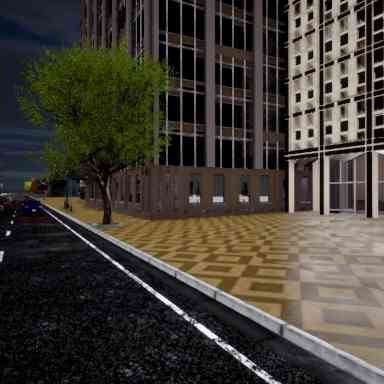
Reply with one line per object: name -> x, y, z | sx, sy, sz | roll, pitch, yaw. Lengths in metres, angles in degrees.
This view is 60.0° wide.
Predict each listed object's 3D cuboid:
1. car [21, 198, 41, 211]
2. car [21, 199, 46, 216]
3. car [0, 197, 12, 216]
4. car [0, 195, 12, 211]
car -> -20.103, 1.545, 41.481 | 2.033, 1.411, 5.357 | 0, 0, -27
car -> -15.572, 1.525, 32.659 | 1.812, 1.442, 4.674 | 0, 0, -27
car -> -18.951, 1.489, 32.238 | 2.128, 1.511, 4.902 | 0, 0, -27
car -> -23.929, 1.350, 41.923 | 2.097, 1.767, 4.553 | 0, 0, -27
